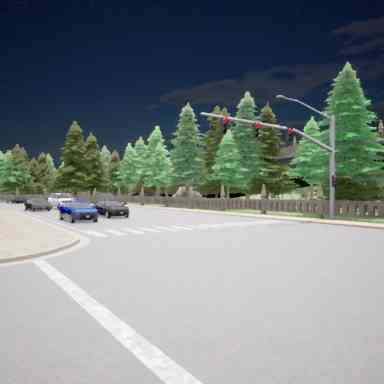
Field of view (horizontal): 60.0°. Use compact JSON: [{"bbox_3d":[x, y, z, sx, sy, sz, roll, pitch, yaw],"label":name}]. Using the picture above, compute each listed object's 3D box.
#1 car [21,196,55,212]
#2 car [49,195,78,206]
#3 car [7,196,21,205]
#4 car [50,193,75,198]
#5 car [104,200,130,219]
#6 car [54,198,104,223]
[{"bbox_3d":[-17.435,1.461,37.506,1.837,1.490,4.892,1,0,-39],"label":"car"},{"bbox_3d":[-21.108,1.319,54.560,4.553,1.767,2.097,0,0,31],"label":"car"},{"bbox_3d":[-30.239,1.464,58.878,4.892,1.490,1.837,0,0,15],"label":"car"},{"bbox_3d":[-16.043,1.183,41.380,2.150,2.045,5.566,1,0,-41],"label":"car"},{"bbox_3d":[-7.146,1.441,29.138,1.882,1.535,5.008,0,0,-35],"label":"car"},{"bbox_3d":[-8.636,1.435,25.135,1.882,1.535,5.008,0,0,-34],"label":"car"}]
